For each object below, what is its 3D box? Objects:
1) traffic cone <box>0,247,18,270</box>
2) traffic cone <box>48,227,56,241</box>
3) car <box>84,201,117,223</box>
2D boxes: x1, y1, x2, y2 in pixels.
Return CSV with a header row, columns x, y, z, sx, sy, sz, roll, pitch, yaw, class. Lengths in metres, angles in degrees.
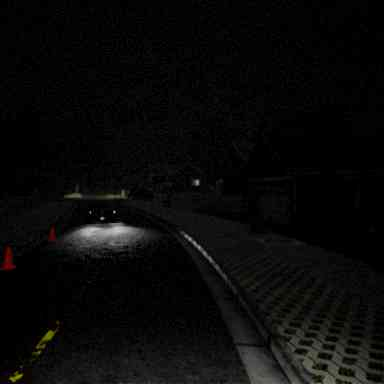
x,y,z,sx,sy,sz,roll,pitch,yaw,class
-5.109,1.833,9.280,0.340,0.580,0.340,0,1,-8,traffic cone
-5.914,1.769,14.057,0.340,0.580,0.340,0,1,-11,traffic cone
-6.279,1.299,22.595,1.895,1.301,4.718,0,1,-20,car
